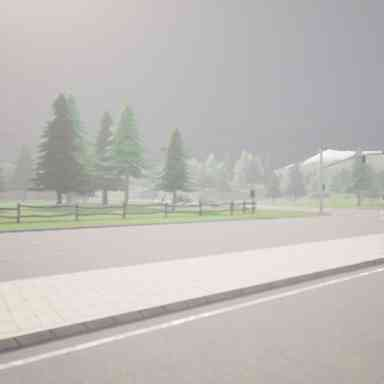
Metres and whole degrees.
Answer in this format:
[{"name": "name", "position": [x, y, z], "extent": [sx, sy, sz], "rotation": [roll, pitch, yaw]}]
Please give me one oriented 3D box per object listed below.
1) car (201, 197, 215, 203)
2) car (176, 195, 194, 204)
[{"name": "car", "position": [3.881, 2.051, 82.546], "extent": [1.837, 1.490, 4.892], "rotation": [1, 0, -35]}, {"name": "car", "position": [-1.847, 1.698, 78.528], "extent": [2.150, 2.045, 5.566], "rotation": [1, 0, -35]}]
